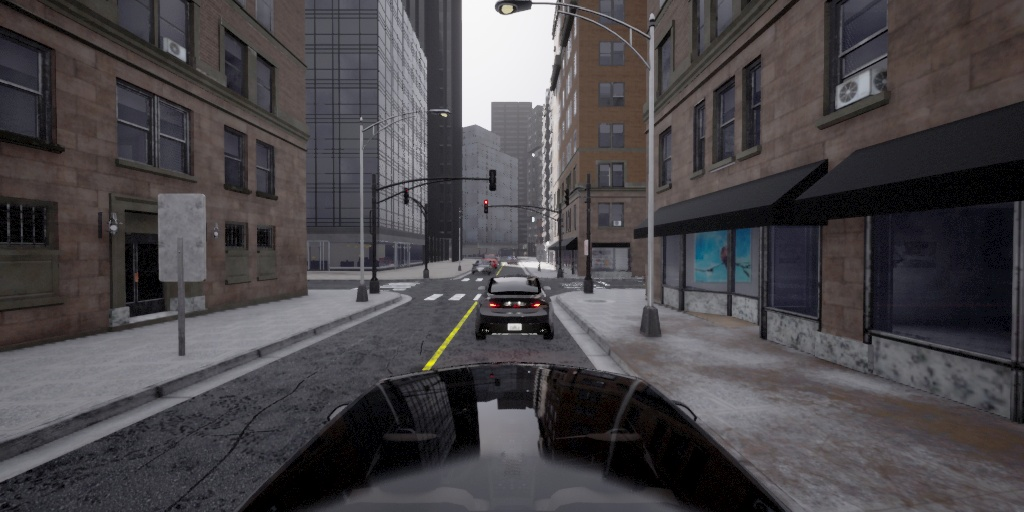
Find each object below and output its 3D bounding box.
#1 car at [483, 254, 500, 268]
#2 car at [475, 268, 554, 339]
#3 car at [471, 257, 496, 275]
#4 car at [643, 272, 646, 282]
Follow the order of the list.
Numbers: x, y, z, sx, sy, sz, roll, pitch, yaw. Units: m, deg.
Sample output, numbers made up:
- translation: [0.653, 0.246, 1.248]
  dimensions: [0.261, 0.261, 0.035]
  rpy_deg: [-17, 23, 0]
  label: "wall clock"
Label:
- translation: [-3.162, 0.789, 50.100]
  dimensions: [2.150, 2.045, 5.566]
  rpy_deg: [0, 1, 0]
  label: "car"
- translation: [0.068, 1.252, 10.001]
  dimensions: [1.837, 1.490, 4.892]
  rpy_deg: [0, 0, 0]
  label: "car"
- translation: [-3.143, 1.163, 37.989]
  dimensions: [2.128, 1.511, 4.902]
  rpy_deg: [0, 0, 0]
  label: "car"
- translation: [10.630, 1.052, 22.089]
  dimensions: [4.553, 1.767, 2.097]
  rpy_deg: [0, 1, 2]
  label: "car"
